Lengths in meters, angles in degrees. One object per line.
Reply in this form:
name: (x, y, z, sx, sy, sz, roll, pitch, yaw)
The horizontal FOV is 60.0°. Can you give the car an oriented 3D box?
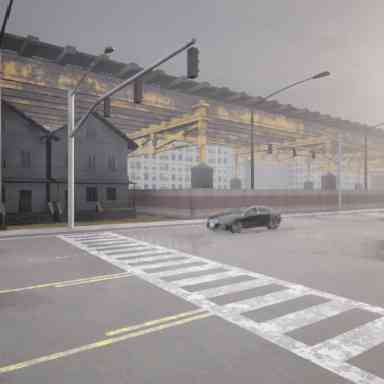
car: (3.053, 1.491, 19.053, 4.902, 1.511, 2.128, 0, 0, -35)
